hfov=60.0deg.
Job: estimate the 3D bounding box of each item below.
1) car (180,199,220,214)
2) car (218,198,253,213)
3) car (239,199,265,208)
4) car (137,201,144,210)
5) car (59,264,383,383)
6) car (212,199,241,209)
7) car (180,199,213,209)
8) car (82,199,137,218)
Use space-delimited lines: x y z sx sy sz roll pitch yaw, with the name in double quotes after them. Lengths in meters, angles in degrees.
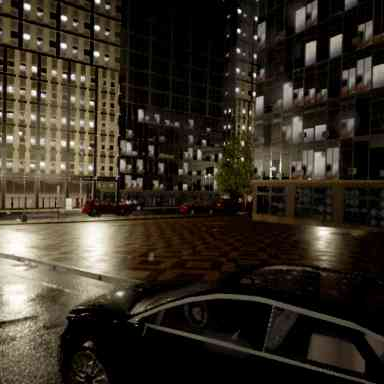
0.671 1.965 40.437 4.507 1.381 1.887 1 1 -34 "car"
5.355 1.782 43.635 5.009 1.841 2.192 1 1 -34 "car"
10.258 1.934 56.545 4.206 1.307 1.802 1 1 -34 "car"
-8.455 1.719 43.739 4.403 1.369 2.008 1 1 -34 "car"
0.700 1.490 3.183 4.902 1.511 2.128 0 0 36 "car"
5.580 1.872 53.343 4.313 1.339 1.947 1 1 -34 "car"
0.762 1.784 50.045 4.829 1.417 1.752 1 1 -34 "car"
-8.680 1.644 34.031 5.009 1.841 2.192 1 1 -34 "car"
